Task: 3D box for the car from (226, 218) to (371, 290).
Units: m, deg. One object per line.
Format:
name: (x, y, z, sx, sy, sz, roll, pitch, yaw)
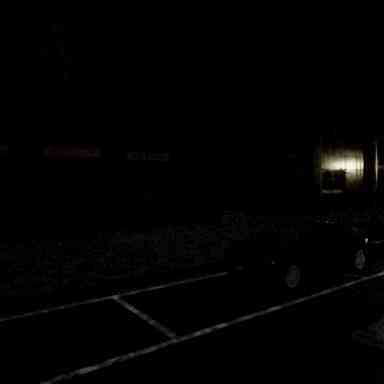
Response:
car: (2.897, 1.424, 8.707, 4.507, 1.381, 1.887, -1, 1, -35)
